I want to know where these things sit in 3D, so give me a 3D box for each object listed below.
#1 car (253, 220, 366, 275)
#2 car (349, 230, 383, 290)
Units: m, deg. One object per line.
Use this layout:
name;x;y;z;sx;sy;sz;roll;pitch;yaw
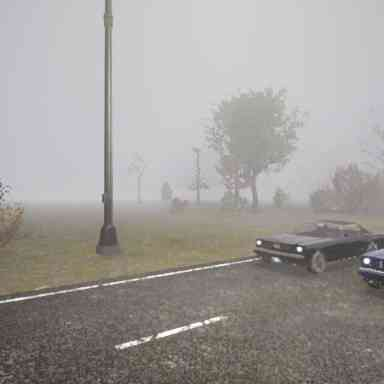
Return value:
car;4.179;1.597;10.637;4.718;1.301;1.895;0;0;-35
car;5.996;1.597;7.941;4.718;1.301;1.895;0;0;-35
